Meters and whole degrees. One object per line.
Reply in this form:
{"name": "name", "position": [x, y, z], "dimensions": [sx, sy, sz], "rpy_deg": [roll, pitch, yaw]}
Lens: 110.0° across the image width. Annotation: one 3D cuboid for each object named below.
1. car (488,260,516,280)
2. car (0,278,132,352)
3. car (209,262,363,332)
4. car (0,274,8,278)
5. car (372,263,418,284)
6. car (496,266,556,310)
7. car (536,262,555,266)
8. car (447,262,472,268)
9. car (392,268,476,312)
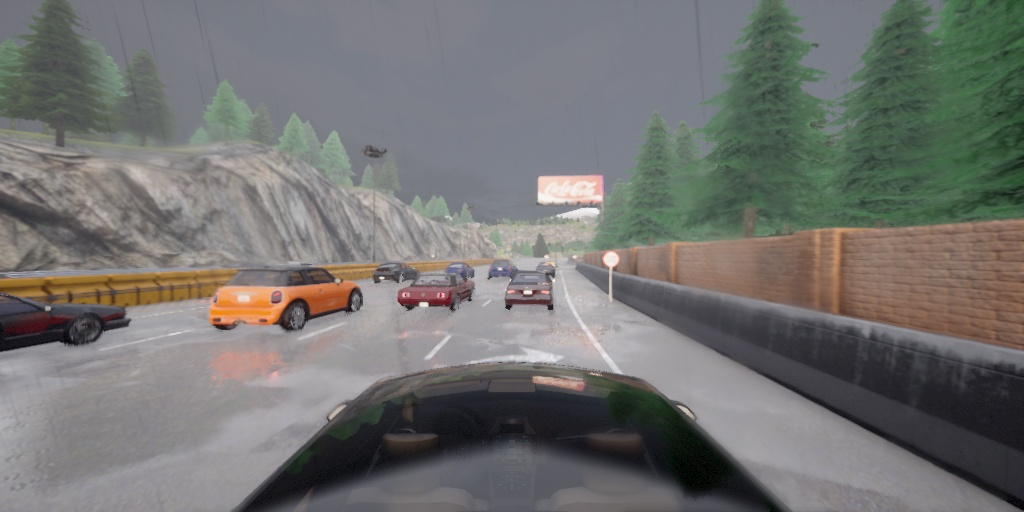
{"name": "car", "position": [-0.735, 1.101, 31.567], "dimensions": [2.097, 1.767, 4.553], "rpy_deg": [0, 0, 7]}
{"name": "car", "position": [-10.276, 1.267, 6.224], "dimensions": [2.033, 1.411, 5.357], "rpy_deg": [0, 0, 2]}
{"name": "car", "position": [-6.471, 1.083, 10.969], "dimensions": [2.097, 1.767, 4.553], "rpy_deg": [0, 0, 4]}
{"name": "car", "position": [-27.267, 1.233, 16.945], "dimensions": [1.994, 1.385, 4.181], "rpy_deg": [0, 0, 5]}
{"name": "car", "position": [-8.419, 1.230, 26.342], "dimensions": [1.837, 1.490, 4.892], "rpy_deg": [0, 0, 7]}
{"name": "car", "position": [0.809, 1.300, 14.856], "dimensions": [2.033, 1.411, 5.357], "rpy_deg": [0, 0, 6]}
{"name": "car", "position": [3.281, 1.325, 35.566], "dimensions": [1.994, 1.385, 4.181], "rpy_deg": [0, 0, 7]}
{"name": "car", "position": [-4.426, 1.263, 30.353], "dimensions": [1.812, 1.442, 4.674], "rpy_deg": [0, 0, 7]}
{"name": "car", "position": [-2.750, 1.343, 14.209], "dimensions": [1.895, 1.301, 4.718], "rpy_deg": [0, 0, 5]}
